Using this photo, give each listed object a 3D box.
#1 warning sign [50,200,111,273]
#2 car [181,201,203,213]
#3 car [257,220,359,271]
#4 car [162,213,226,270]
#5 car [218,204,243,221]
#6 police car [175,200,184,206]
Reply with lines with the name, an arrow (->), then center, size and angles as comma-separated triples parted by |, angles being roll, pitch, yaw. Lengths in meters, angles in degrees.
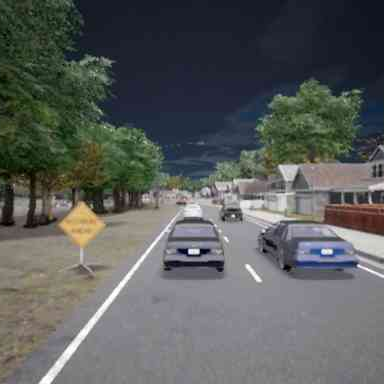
warning sign -> -3.038, 1.186, 9.202 | 1.300, 1.860, 1.060 | 1, 0, 0
car -> 0.092, 1.908, 32.188 | 1.812, 1.442, 4.674 | 0, -1, 0
car -> 3.567, 1.642, 11.249 | 2.033, 1.411, 5.357 | 0, -1, 0
car -> 0.067, 1.642, 11.274 | 2.033, 1.411, 5.357 | 0, -1, 0
car -> 3.591, 1.873, 31.281 | 1.837, 1.490, 4.892 | 0, -1, 0
police car -> -2.674, 2.893, 89.342 | 1.930, 1.638, 5.238 | 0, -1, -5
